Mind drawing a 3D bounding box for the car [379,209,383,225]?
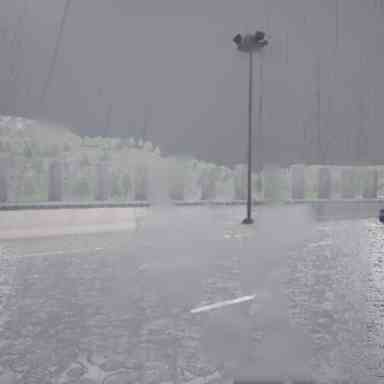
[{"bbox_3d":[13.701,1.356,20.454,5.008,1.535,1.882,0,0,-28],"label":"car"}]
